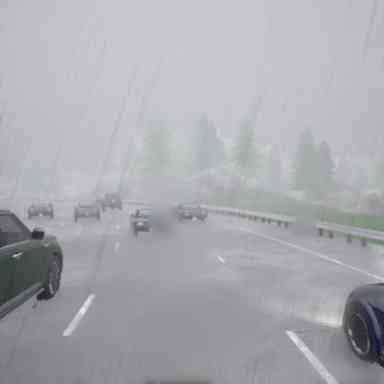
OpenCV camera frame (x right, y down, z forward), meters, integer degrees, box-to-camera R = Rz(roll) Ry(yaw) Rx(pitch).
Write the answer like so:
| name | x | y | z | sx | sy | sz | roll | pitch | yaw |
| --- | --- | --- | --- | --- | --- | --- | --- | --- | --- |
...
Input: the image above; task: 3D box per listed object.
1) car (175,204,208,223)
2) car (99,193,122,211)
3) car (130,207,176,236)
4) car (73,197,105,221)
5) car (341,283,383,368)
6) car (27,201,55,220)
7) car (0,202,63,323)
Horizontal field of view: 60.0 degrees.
| name | x | y | z | sx | sy | sz | roll | pitch | yaw |
| --- | --- | --- | --- | --- | --- | --- | --- | --- | --- |
| car | -0.464 | 1.499 | 24.770 | 1.895 | 1.301 | 4.718 | 0 | 0 | -17 |
| car | -9.655 | 1.101 | 38.283 | 2.150 | 2.045 | 5.566 | 0 | 0 | -27 |
| car | -2.354 | 1.534 | 18.101 | 1.895 | 1.301 | 4.718 | 0 | 0 | -13 |
| car | -8.322 | 1.415 | 26.261 | 2.128 | 1.511 | 4.902 | 0 | 0 | -19 |
| car | 3.231 | 1.537 | 3.216 | 1.994 | 1.385 | 4.181 | 0 | 0 | -2 |
| car | -12.903 | 1.533 | 28.647 | 1.895 | 1.301 | 4.718 | 0 | 0 | -22 |
| car | -3.811 | 1.215 | 5.126 | 2.150 | 2.045 | 5.566 | 0 | 0 | -4 |
